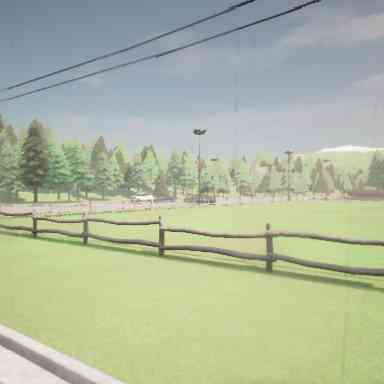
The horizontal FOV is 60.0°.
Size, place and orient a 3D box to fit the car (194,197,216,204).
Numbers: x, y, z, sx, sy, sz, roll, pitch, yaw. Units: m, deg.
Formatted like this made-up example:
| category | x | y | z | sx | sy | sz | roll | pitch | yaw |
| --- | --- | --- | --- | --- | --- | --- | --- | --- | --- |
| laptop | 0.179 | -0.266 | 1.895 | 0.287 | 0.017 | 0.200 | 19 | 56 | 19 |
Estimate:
| category | x | y | z | sx | sy | sz | roll | pitch | yaw |
| --- | --- | --- | --- | --- | --- | --- | --- | --- | --- |
| car | 2.891 | 1.599 | 63.212 | 1.994 | 1.385 | 4.181 | 0 | 0 | 36 |

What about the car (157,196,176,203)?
| category | x | y | z | sx | sy | sz | roll | pitch | yaw |
| --- | --- | --- | --- | --- | --- | --- | --- | --- | --- |
| car | -5.588 | 1.601 | 69.406 | 2.033 | 1.411 | 5.357 | 0 | 0 | 36 |

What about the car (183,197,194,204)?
| category | x | y | z | sx | sy | sz | roll | pitch | yaw |
| --- | --- | --- | --- | --- | --- | --- | --- | --- | --- |
| car | 0.064 | 1.599 | 65.277 | 1.994 | 1.385 | 4.181 | 0 | 0 | 36 |

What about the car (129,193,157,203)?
| category | x | y | z | sx | sy | sz | roll | pitch | yaw |
| --- | --- | --- | --- | --- | --- | --- | --- | --- | --- |
| car | -10.511 | 1.218 | 68.600 | 2.150 | 2.045 | 5.566 | 0 | 0 | 36 |
